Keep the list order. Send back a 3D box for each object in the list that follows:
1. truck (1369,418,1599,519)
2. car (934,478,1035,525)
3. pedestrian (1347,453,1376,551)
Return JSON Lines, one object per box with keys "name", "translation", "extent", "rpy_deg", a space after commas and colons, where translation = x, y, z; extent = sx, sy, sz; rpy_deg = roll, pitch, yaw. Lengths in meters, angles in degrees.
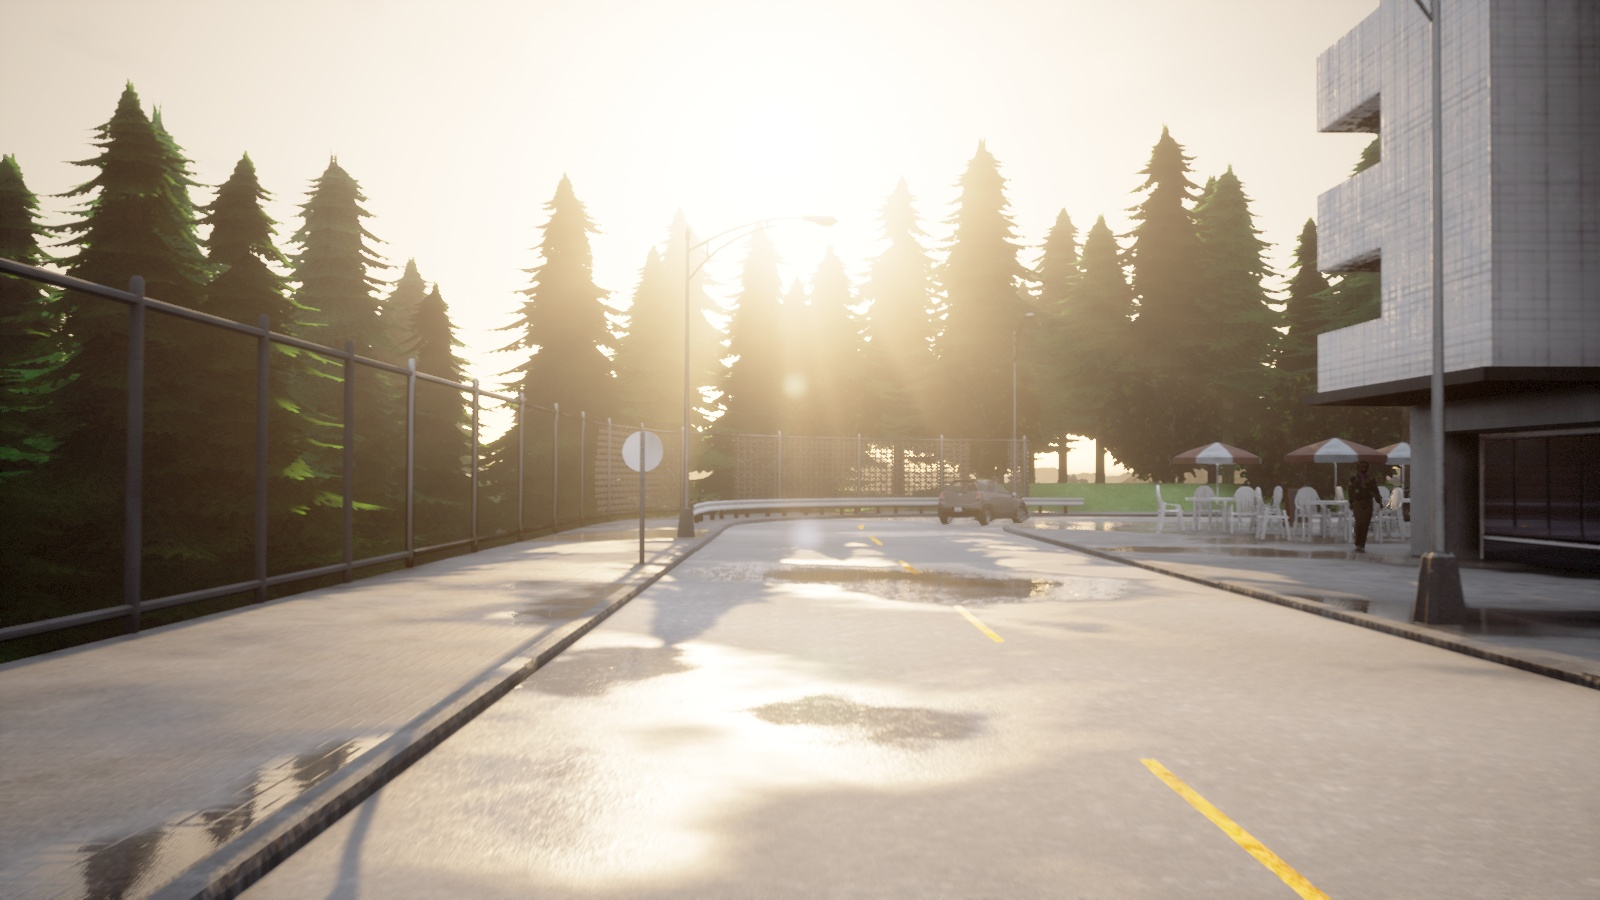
{"name": "truck", "translation": [24.886, 0.669, 44.667], "extent": [7.936, 3.462, 2.891], "rpy_deg": [0, -1, 0]}
{"name": "car", "translation": [6.184, 1.682, 41.809], "extent": [1.845, 1.501, 3.633], "rpy_deg": [-2, -2, 36]}
{"name": "pedestrian", "translation": [11.181, 1.027, 25.015], "extent": [0.395, 1.930, 0.692], "rpy_deg": [-1, -1, 13]}
